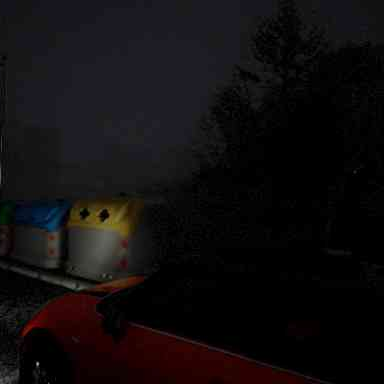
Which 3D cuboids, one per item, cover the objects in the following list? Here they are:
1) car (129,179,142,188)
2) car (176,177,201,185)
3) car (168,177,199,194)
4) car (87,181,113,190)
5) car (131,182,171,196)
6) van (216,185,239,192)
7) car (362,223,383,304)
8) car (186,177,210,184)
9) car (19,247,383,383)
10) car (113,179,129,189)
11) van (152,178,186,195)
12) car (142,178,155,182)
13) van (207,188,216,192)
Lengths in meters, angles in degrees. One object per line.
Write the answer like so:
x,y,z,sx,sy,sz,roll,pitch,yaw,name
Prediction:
-12.828,-1.728,65.592,4.553,1.767,2.185,2,6,33,car
-0.877,-2.488,74.270,5.366,1.575,1.946,2,5,34,car
-1.260,-0.792,52.881,5.566,2.045,2.435,4,7,35,car
-17.576,-1.208,62.112,4.674,1.452,2.002,2,5,33,car
-6.161,-0.191,49.493,5.008,1.535,2.097,4,7,35,car
6.257,-1.285,57.922,4.442,1.987,1.878,4,7,35,van
4.802,1.508,6.052,2.163,1.488,4.792,0,-1,16,car
1.322,-2.667,76.118,5.008,1.535,2.097,2,5,34,car
0.300,1.354,3.244,4.553,1.767,2.097,0,0,36,car
-15.187,-1.396,63.854,4.792,1.488,2.163,2,5,33,car
-3.599,-0.584,51.104,4.442,1.987,1.878,4,7,35,van
-10.510,-1.753,67.394,4.792,1.488,2.163,2,6,33,car
1.132,-0.947,54.636,4.442,1.987,1.878,4,7,35,van
